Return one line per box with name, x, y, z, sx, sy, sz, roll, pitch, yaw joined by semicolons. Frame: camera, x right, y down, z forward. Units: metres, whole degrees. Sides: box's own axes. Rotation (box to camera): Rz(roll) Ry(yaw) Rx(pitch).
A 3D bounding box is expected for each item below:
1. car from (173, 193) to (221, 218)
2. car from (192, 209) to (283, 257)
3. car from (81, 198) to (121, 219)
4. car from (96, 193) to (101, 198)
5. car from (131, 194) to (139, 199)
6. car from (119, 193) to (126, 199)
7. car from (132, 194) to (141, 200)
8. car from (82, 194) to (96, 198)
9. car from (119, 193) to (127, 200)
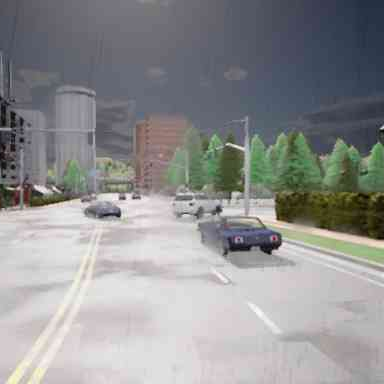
car;0.517;1.117;28.070;2.150;2.045;5.566;-2;-1;29
car;1.572;1.545;12.886;1.895;1.301;4.718;0;0;-13
car;-7.722;1.496;28.389;1.994;1.385;4.181;0;0;-38
car;-23.883;1.341;80.178;2.128;1.511;4.902;0;0;-12
car;-15.657;1.159;91.751;1.895;1.301;4.718;0;0;-12
car;-19.071;1.083;90.978;1.837;1.490;4.892;0;0;-12
car;-13.764;1.278;83.056;1.812;1.442;4.674;0;0;-12
car;-20.577;1.401;64.988;2.033;1.411;5.357;0;0;-12
car;-17.116;1.369;82.001;1.895;1.301;4.718;0;0;-12
